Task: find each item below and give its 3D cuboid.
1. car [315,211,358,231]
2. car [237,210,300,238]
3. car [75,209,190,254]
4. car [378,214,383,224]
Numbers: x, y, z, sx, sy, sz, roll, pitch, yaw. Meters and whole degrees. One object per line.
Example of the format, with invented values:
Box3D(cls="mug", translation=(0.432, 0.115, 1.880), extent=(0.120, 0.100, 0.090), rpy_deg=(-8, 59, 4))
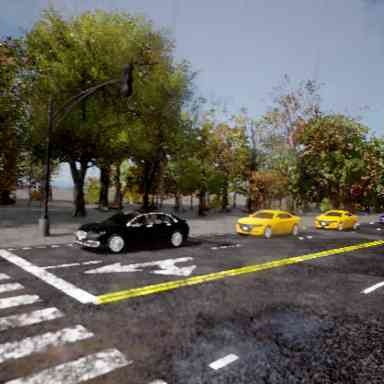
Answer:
Box3D(cls="car", translation=(11.978, 2.293, 27.437), extent=(5.008, 1.535, 1.882), rpy_deg=(3, 0, -44))
Box3D(cls="car", translation=(4.776, 1.870, 20.337), extent=(5.008, 1.535, 1.882), rpy_deg=(3, -1, -44))
Box3D(cls="car", translation=(-2.217, 1.483, 13.434), extent=(4.892, 1.490, 1.837), rpy_deg=(3, -1, -45))
Box3D(cls="car", translation=(23.124, 3.002, 38.318), extent=(4.674, 1.442, 1.812), rpy_deg=(4, -1, -45))
